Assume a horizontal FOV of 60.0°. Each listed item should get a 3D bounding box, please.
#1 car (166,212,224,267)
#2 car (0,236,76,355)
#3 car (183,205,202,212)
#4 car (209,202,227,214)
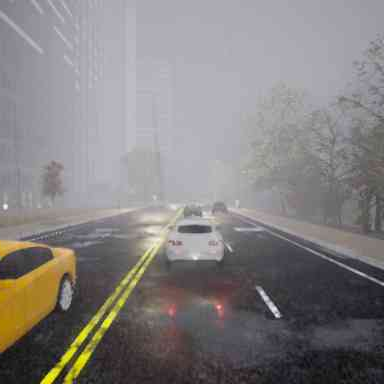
[{"bbox_3d":[0.097,1.663,11.899,1.812,1.442,4.674,0,0,0],"label":"car"},{"bbox_3d":[-3.352,1.536,4.977,1.882,1.535,5.008,0,-1,0],"label":"car"},{"bbox_3d":[0.093,1.996,34.298,1.895,1.301,4.718,0,-1,0],"label":"car"},{"bbox_3d":[3.339,1.989,41.866,1.837,1.490,4.892,0,0,0],"label":"car"}]
